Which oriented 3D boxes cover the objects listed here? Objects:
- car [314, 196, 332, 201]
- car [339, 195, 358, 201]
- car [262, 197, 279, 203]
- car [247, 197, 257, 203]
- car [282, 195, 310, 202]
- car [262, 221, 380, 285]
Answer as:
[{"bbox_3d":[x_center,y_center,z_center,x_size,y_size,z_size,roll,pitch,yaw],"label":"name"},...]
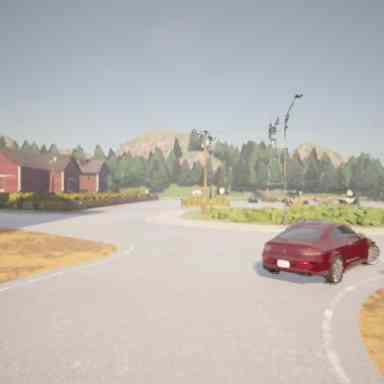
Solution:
[{"bbox_3d":[31.779,1.809,80.685,4.193,1.474,1.816,0,0,3],"label":"car"},{"bbox_3d":[31.699,1.566,67.192,3.866,1.878,1.905,0,0,3],"label":"car"},{"bbox_3d":[18.871,1.823,80.112,3.905,1.438,1.784,0,0,3],"label":"car"},{"bbox_3d":[13.765,1.827,76.009,2.033,1.411,5.357,0,0,3],"label":"car"},{"bbox_3d":[17.970,1.528,57.650,4.605,1.855,1.932,0,0,3],"label":"car"},{"bbox_3d":[3.811,1.560,9.694,1.812,1.442,4.674,-1,-1,44],"label":"car"}]
